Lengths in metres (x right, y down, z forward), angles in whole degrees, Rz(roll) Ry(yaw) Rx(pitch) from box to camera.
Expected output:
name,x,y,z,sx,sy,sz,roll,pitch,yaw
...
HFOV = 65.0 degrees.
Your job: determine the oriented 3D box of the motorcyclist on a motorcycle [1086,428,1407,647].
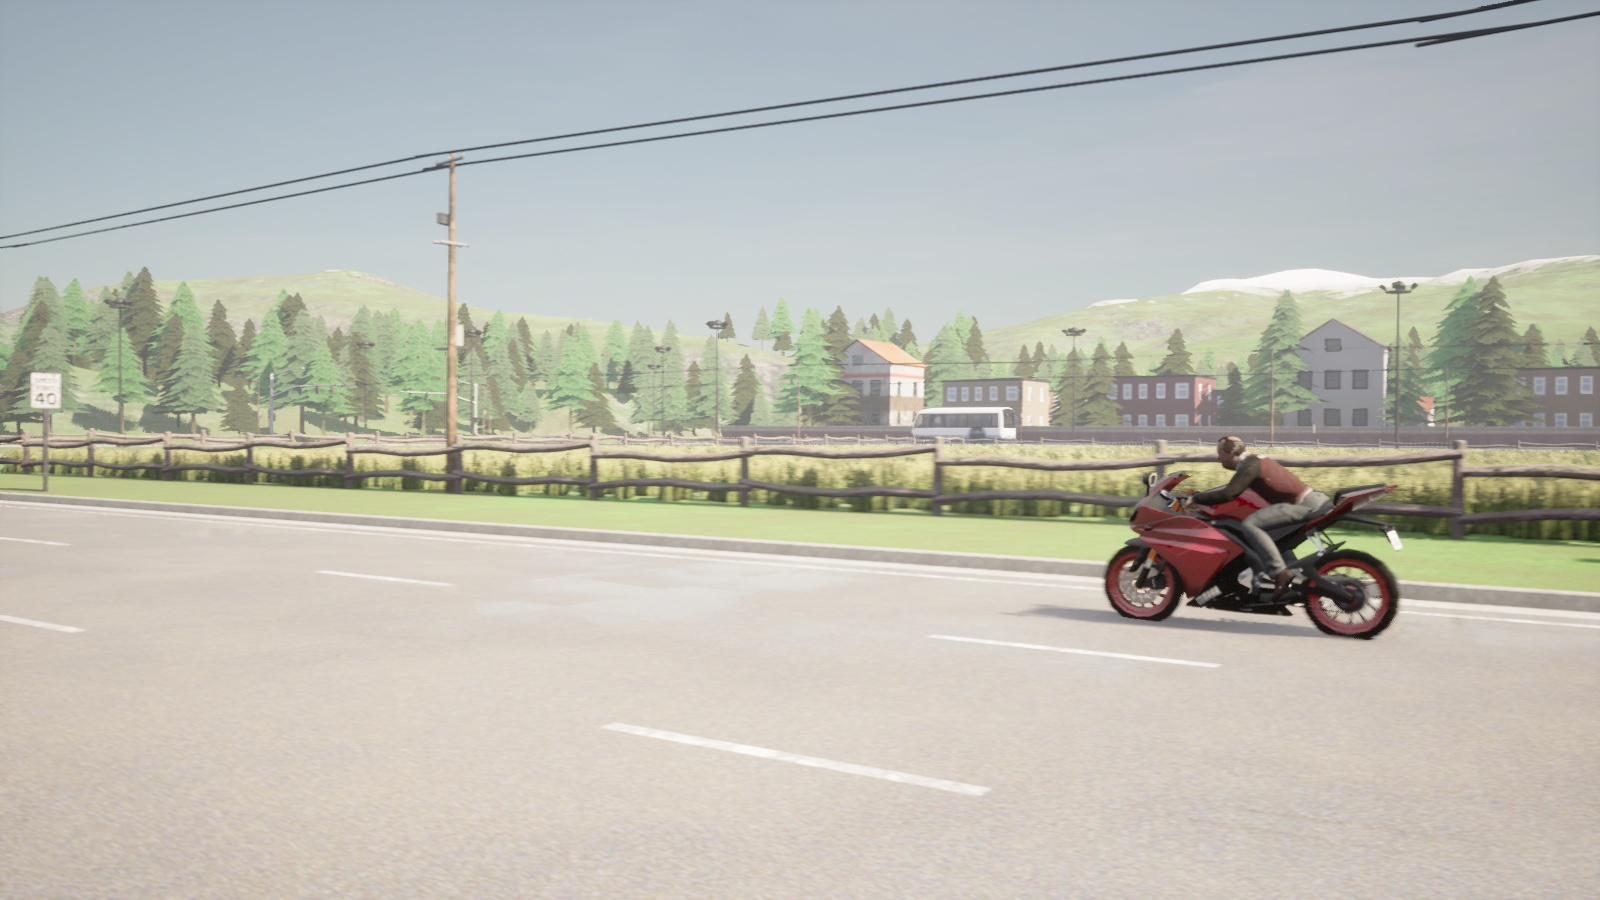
name,x,y,z,sx,sy,sz,roll,pitch,yaw
motorcyclist on a motorcycle,3.435,0.610,9.745,2.191,1.530,0.866,0,1,34
